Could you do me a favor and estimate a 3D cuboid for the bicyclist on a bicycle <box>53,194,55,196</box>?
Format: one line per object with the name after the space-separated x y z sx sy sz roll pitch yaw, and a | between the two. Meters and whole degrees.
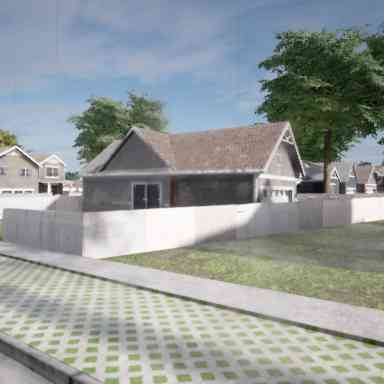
-13.035 1.011 31.551 1.656 1.620 0.582 0 1 34 | bicyclist on a bicycle
